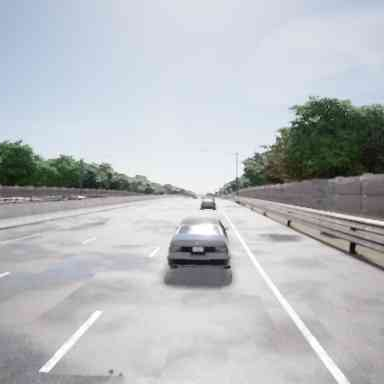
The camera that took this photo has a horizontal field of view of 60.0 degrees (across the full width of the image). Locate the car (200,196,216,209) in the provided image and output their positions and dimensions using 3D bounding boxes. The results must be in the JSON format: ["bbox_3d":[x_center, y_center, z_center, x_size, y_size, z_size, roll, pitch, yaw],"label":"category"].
[{"bbox_3d":[2.105,1.525,43.013,1.994,1.385,4.181,0,0,3],"label":"car"}]

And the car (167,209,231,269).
[{"bbox_3d":[0.298,1.540,11.162,2.033,1.411,5.357,0,0,3],"label":"car"}]

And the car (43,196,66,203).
[{"bbox_3d":[-21.883,1.426,53.110,1.837,1.490,4.892,0,0,4],"label":"car"}]

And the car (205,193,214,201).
[{"bbox_3d":[4.721,1.247,89.120,2.150,2.045,5.566,0,-1,3],"label":"car"}]

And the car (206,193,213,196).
[{"bbox_3d":[3.014,1.430,59.023,2.128,1.511,4.902,0,0,3],"label":"car"}]
